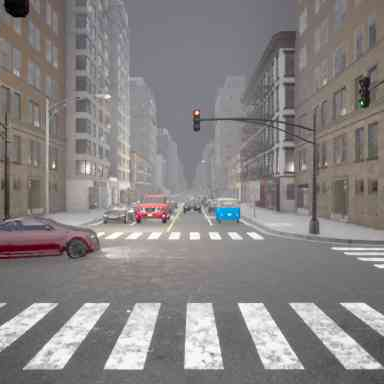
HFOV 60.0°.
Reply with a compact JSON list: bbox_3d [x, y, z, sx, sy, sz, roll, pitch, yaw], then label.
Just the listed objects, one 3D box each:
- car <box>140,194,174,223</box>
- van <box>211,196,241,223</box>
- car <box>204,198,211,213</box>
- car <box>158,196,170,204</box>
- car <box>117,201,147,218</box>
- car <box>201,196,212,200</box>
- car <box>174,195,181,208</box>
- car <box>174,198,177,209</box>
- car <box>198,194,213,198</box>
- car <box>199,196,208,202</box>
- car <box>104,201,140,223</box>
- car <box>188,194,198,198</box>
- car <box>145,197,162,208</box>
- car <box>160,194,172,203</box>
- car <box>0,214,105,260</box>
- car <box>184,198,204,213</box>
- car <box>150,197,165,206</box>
[{"bbox_3d":[-2.880,1.220,25.605,2.150,2.045,5.566,0,0,0],"label":"car"},{"bbox_3d":[2.605,1.340,24.941,1.690,1.788,3.998,0,0,0],"label":"van"},{"bbox_3d":[2.592,1.580,36.303,1.802,1.307,4.206,0,0,0],"label":"car"},{"bbox_3d":[-5.468,1.547,64.695,1.947,1.339,4.313,0,0,0],"label":"car"},{"bbox_3d":[-5.426,1.543,30.604,1.887,1.381,4.507,0,0,0],"label":"car"},{"bbox_3d":[2.578,1.576,47.666,1.802,1.307,4.206,0,0,0],"label":"car"},{"bbox_3d":[-2.892,1.500,45.481,1.837,1.490,4.892,0,0,0],"label":"car"},{"bbox_3d":[-2.896,1.599,35.421,1.895,1.301,4.718,0,0,0],"label":"car"},{"bbox_3d":[2.571,1.305,53.348,2.192,1.841,5.009,0,0,0],"label":"car"},{"bbox_3d":[2.543,1.524,76.072,2.008,1.369,4.403,0,0,0],"label":"car"},{"bbox_3d":[-5.420,1.549,24.923,2.008,1.369,4.403,0,0,0],"label":"car"},{"bbox_3d":[-0.040,1.534,57.901,2.033,1.411,5.357,0,0,0],"label":"car"},{"bbox_3d":[-5.447,1.519,47.480,1.752,1.417,4.829,0,0,0],"label":"car"},{"bbox_3d":[-5.475,1.292,70.377,2.192,1.841,5.009,0,0,0],"label":"car"},{"bbox_3d":[-5.350,1.539,11.420,4.181,1.385,1.994,0,0,-21],"label":"car"},{"bbox_3d":[0.041,1.599,37.033,1.895,1.301,4.718,0,0,0],"label":"car"},{"bbox_3d":[-5.454,1.556,53.332,1.947,1.339,4.313,0,0,0],"label":"car"}]
